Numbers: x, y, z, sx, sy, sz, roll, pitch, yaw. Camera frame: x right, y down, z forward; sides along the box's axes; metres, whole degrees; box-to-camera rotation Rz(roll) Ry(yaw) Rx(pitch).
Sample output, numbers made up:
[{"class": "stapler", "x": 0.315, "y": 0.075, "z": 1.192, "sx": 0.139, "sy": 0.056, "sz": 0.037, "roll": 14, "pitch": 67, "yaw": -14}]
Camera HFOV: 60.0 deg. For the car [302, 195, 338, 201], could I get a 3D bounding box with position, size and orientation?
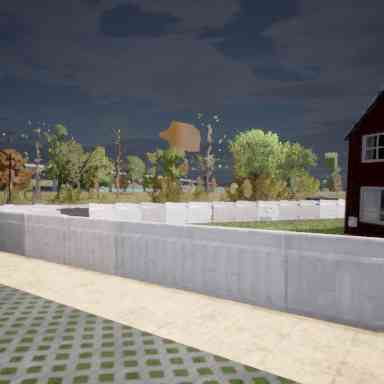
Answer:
[{"class": "car", "x": 17.361, "y": 1.056, "z": 45.378, "sx": 4.718, "sy": 1.301, "sz": 1.895, "roll": 0, "pitch": 2, "yaw": -18}]
